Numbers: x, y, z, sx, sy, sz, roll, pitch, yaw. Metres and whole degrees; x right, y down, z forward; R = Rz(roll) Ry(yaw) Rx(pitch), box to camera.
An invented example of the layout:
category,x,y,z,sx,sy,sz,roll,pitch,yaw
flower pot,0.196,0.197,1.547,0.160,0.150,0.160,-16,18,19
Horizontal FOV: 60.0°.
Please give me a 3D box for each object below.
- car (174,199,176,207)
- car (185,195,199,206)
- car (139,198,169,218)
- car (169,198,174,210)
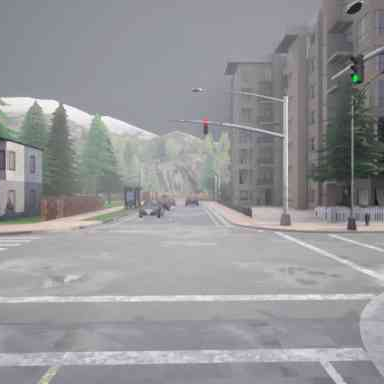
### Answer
category,x,y,z,sx,sy,sz,roll,pitch,yaw
car,-3.573,1.559,51.905,1.994,1.385,4.181,0,0,0
car,-0.008,1.349,54.510,2.097,1.767,4.553,0,0,0
car,-3.597,1.490,30.109,2.128,1.511,4.902,0,0,0
car,-3.594,1.599,40.254,1.895,1.301,4.718,0,0,0
